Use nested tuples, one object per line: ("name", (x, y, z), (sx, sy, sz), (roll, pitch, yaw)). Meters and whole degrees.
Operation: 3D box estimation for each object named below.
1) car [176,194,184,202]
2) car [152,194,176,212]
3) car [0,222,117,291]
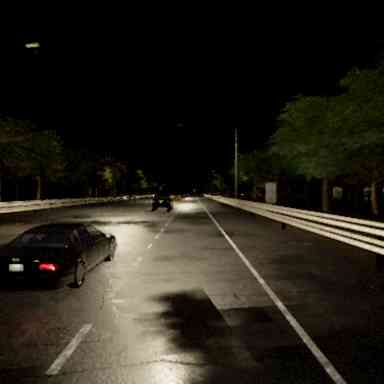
("car", (-3.459, 1.535, 76.963), (1.882, 1.535, 5.008), (0, 0, 0))
("car", (-3.499, 1.236, 39.804), (2.150, 2.045, 5.566), (0, 0, 0))
("car", (-3.500, 1.550, 9.134), (2.033, 1.411, 5.357), (0, 0, 0))
